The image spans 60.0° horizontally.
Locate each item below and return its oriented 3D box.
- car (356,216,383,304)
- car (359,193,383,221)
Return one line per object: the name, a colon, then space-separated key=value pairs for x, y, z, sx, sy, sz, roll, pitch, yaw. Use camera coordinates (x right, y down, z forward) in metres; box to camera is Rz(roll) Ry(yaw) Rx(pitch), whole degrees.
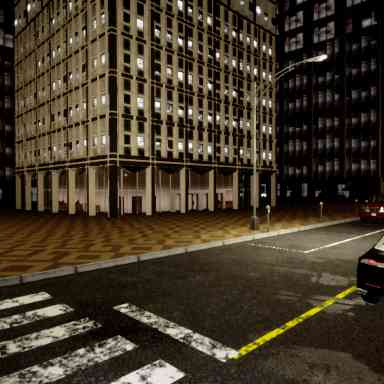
car: x=5.080 y=1.410 z=6.937 sx=4.902 sy=1.511 sz=2.128 roll=-1 pitch=1 yaw=-44
car: x=12.799 y=1.022 z=21.877 sx=5.009 sy=1.841 sz=2.192 roll=-1 pitch=1 yaw=-44
